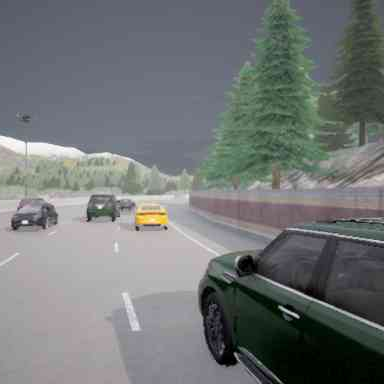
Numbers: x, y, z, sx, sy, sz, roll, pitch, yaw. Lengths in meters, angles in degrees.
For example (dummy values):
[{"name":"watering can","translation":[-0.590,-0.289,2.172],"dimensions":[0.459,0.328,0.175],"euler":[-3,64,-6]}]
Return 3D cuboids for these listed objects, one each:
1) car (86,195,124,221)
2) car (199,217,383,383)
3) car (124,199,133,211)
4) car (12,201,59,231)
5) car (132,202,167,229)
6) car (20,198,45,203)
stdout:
[{"name":"car","translation":[-7.077,1.217,26.951],"dimensions":[2.150,2.045,5.566],"euler":[0,0,-7]},{"name":"car","translation":[1.843,1.221,3.035],"dimensions":[2.150,2.045,5.566],"euler":[0,0,-18]},{"name":"car","translation":[-8.102,1.539,40.749],"dimensions":[2.033,1.411,5.357],"euler":[0,0,-1]},{"name":"car","translation":[-9.691,1.522,20.770],"dimensions":[1.812,1.442,4.674],"euler":[0,0,-10]},{"name":"car","translation":[-2.718,1.473,21.509],"dimensions":[1.882,1.535,5.008],"euler":[0,0,-10]},{"name":"car","translation":[-14.526,1.347,30.967],"dimensions":[2.097,1.767,4.553],"euler":[0,0,-6]}]
